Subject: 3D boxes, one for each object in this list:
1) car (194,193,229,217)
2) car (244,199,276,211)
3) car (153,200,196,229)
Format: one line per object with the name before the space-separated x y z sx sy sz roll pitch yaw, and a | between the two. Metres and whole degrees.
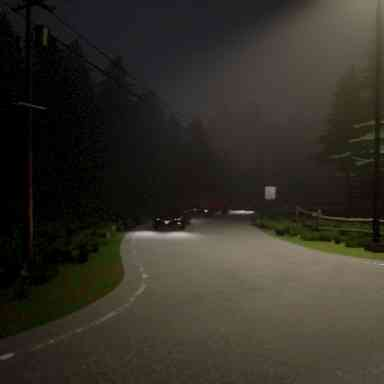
car | 1.610 1.150 30.781 2.150 2.045 5.566 1 0 29
car | 7.984 1.508 38.915 4.181 1.385 1.994 0 0 -42
car | -1.131 1.449 21.093 1.837 1.490 4.892 0 0 7
